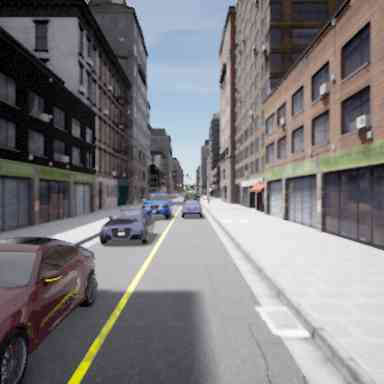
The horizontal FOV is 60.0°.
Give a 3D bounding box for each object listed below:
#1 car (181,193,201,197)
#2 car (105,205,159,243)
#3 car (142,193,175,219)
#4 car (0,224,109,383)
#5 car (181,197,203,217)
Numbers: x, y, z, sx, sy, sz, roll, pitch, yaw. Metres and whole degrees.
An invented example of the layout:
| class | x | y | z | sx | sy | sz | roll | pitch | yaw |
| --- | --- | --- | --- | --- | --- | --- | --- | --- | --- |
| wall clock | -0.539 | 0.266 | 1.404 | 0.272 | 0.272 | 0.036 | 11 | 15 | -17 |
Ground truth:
| class | x | y | z | sx | sy | sz | roll | pitch | yaw |
| --- | --- | --- | --- | --- | --- | --- | --- | --- | --- |
| car | -0.054 | 1.093 | 45.648 | 2.150 | 2.045 | 5.566 | 0 | 0 | 0 |
| car | -2.887 | 1.512 | 15.570 | 1.994 | 1.385 | 4.181 | 0 | 0 | 0 |
| car | -2.847 | 1.124 | 27.991 | 2.150 | 2.045 | 5.566 | 0 | 0 | 0 |
| car | -2.865 | 1.509 | 5.245 | 1.812 | 1.442 | 4.674 | 0 | 0 | 0 |
| car | 0.004 | 1.451 | 29.691 | 2.033 | 1.411 | 5.357 | 0 | 0 | 0 |
